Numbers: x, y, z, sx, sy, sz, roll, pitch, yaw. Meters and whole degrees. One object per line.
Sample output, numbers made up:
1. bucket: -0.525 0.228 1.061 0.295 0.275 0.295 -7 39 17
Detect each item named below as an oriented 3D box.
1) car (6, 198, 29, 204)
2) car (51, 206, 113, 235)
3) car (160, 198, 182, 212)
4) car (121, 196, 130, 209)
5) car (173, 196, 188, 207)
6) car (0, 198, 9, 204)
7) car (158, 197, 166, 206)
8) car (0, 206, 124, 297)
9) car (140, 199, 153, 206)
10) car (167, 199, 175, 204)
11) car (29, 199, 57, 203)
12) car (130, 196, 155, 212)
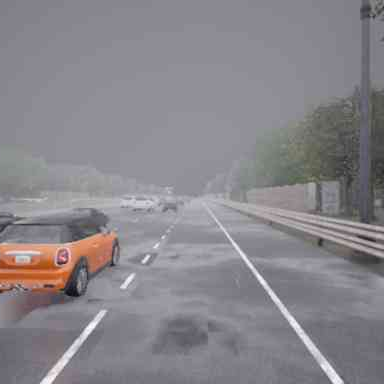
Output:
1. car: -23.762 1.863 47.321 1.895 1.301 4.718 0 -1 1
2. car: -6.698 1.688 20.975 2.033 1.411 5.357 0 -1 1
3. car: -2.795 1.913 44.904 1.837 1.490 4.892 0 -1 1
4. car: -9.666 1.660 52.563 2.150 2.045 5.566 0 -1 1
5. car: -2.393 2.216 68.886 1.837 1.490 4.892 0 -1 1
6. car: -27.262 1.583 47.272 2.097 1.767 4.553 0 0 1
7. car: -5.893 2.284 68.962 1.895 1.301 4.718 0 -1 1
8. car: -3.398 1.407 8.886 2.097 1.767 4.553 0 -1 1
9. car: -9.392 2.181 69.002 1.812 1.442 4.674 0 -1 1
10. car: -5.559 2.574 88.886 1.895 1.301 4.718 0 -1 1
11. car: -20.272 1.779 46.844 2.128 1.511 4.902 0 -1 1
12. car: -6.305 1.593 44.260 2.150 2.045 5.566 0 -1 1
